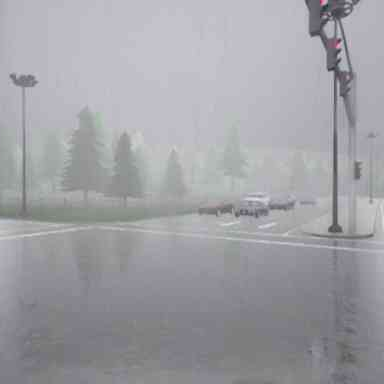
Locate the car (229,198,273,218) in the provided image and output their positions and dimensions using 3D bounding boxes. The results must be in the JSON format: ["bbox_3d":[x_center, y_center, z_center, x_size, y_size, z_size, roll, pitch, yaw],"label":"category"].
[{"bbox_3d":[5.222,1.476,28.844,1.994,1.385,4.181,0,0,30],"label":"car"}]

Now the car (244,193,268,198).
[{"bbox_3d":[7.815,1.100,40.480,2.150,2.045,5.566,0,0,29],"label":"car"}]

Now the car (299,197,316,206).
[{"bbox_3d":[17.715,1.409,50.831,1.994,1.385,4.181,0,0,30],"label":"car"}]

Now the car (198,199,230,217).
[{"bbox_3d":[2.339,1.385,30.799,1.882,1.535,5.008,0,0,30],"label":"car"}]

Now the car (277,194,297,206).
[{"bbox_3d":[15.350,1.188,53.737,2.097,1.767,4.553,0,0,30],"label":"car"}]

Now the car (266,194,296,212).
[{"bbox_3d":[10.245,1.363,37.677,1.882,1.535,5.008,0,0,30],"label":"car"}]
